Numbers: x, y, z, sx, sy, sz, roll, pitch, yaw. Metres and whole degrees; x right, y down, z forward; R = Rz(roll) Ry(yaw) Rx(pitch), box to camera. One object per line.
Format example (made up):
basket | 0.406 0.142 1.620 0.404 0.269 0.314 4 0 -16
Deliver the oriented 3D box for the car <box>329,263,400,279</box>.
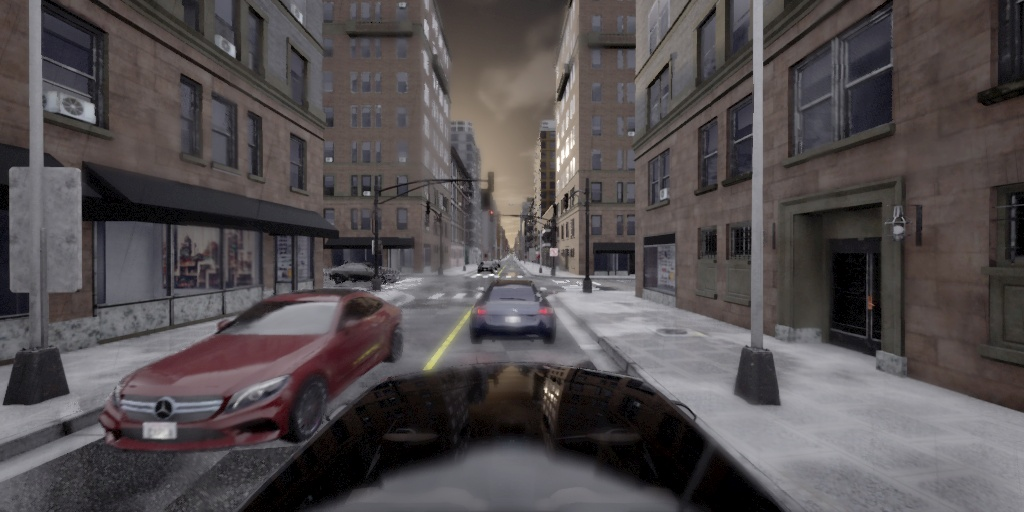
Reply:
car | -9.978 1.177 24.378 4.674 1.442 1.812 1 0 8

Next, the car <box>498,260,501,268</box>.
car | -3.061 1.368 52.854 2.033 1.411 5.357 0 0 0

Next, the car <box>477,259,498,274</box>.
car | -3.067 1.306 43.031 1.837 1.490 4.892 0 0 0

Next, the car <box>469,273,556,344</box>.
car | 0.016 1.315 9.587 1.994 1.385 4.181 0 0 0

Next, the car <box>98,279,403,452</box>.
car | -3.059 1.275 5.466 1.812 1.442 4.674 0 0 1
